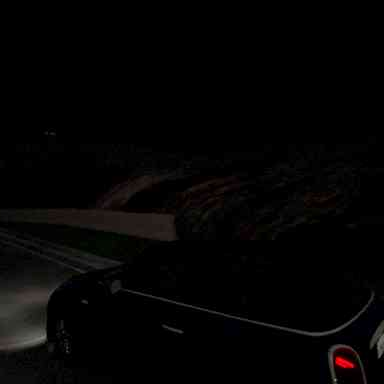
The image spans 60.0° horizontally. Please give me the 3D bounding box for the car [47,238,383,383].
[{"bbox_3d":[0.039,1.390,4.295,4.553,1.767,2.097,-1,-1,40],"label":"car"}]
